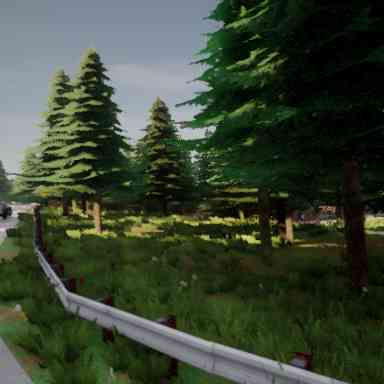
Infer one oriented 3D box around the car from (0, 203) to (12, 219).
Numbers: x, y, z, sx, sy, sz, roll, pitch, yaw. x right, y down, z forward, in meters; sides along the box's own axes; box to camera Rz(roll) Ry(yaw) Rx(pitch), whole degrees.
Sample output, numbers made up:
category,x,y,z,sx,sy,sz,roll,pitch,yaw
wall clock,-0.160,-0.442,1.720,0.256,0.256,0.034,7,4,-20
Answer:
category,x,y,z,sx,sy,sz,roll,pitch,yaw
car,-16.854,1.626,28.789,2.033,1.411,5.357,-2,1,-22
